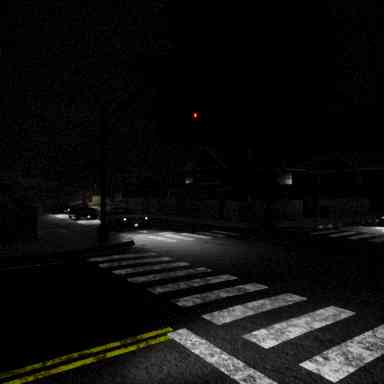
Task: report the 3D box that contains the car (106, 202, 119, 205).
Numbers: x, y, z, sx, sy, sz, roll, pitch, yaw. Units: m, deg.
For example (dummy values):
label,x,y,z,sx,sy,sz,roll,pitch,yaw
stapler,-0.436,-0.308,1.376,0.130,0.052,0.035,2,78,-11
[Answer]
label,x,y,z,sx,sy,sz,roll,pitch,yaw
car,-8.371,1.766,33.764,1.812,1.442,4.674,0,0,-31

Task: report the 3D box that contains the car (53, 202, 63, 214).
label,x,y,z,sx,sy,sz,roll,pitch,yaw
car,-15.659,1.913,40.401,1.895,1.301,4.718,0,0,-29

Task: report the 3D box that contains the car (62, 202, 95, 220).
label,x,y,z,sx,sy,sz,roll,pitch,yaw
car,-10.400,1.788,31.383,2.033,1.411,5.357,0,0,-31

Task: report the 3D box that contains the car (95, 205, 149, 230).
label,x,y,z,sx,sy,sz,roll,pitch,yaw
car,-4.704,1.769,22.591,1.895,1.301,4.718,0,0,-34

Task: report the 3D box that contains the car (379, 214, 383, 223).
label,x,y,z,sx,sy,sz,roll,pitch,yaw
car,14.570,1.511,22.078,5.357,1.411,2.033,0,0,-36
